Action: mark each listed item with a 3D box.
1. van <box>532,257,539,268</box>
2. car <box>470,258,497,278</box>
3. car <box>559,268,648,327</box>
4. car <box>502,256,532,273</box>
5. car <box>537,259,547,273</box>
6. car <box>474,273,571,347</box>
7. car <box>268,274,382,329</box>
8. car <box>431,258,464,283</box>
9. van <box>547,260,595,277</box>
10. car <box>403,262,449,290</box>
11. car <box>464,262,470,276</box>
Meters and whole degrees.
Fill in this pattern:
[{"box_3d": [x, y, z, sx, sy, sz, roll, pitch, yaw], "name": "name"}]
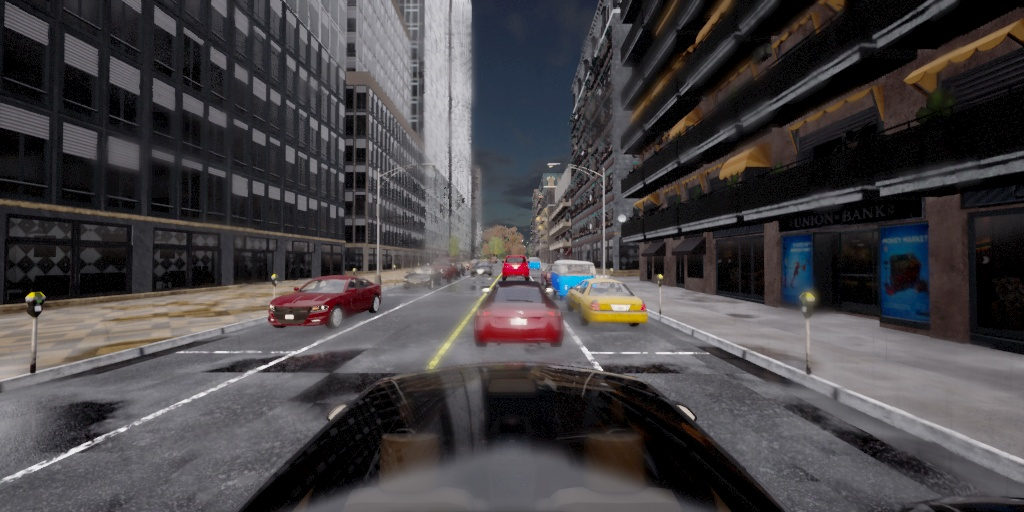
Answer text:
[{"box_3d": [3.076, 1.106, 50.852, 1.690, 1.789, 3.998, 0, 0, 0], "name": "van"}, {"box_3d": [-2.829, 1.251, 34.724, 2.128, 1.511, 4.902, 0, 0, 1], "name": "car"}, {"box_3d": [2.766, 1.278, 11.422, 1.751, 1.417, 4.829, 0, 0, 0], "name": "car"}, {"box_3d": [0.318, 0.980, 30.070, 2.150, 2.045, 5.566, 0, 0, 1], "name": "car"}, {"box_3d": [2.853, 1.196, 22.566, 1.967, 1.591, 4.097, 0, 0, 0], "name": "car"}, {"box_3d": [0.157, 1.316, 9.319, 1.994, 1.385, 4.181, 0, 0, 0], "name": "car"}, {"box_3d": [-5.616, 1.298, 11.311, 1.888, 1.381, 4.507, 0, 0, 0], "name": "car"}, {"box_3d": [-5.483, 1.072, 28.282, 2.192, 1.841, 5.009, 0, 0, 0], "name": "car"}, {"box_3d": [2.809, 1.095, 16.909, 1.690, 1.789, 3.998, 0, 0, 0], "name": "van"}, {"box_3d": [-5.527, 1.306, 22.625, 2.007, 1.370, 4.403, 0, 0, 0], "name": "car"}, {"box_3d": [-5.438, 1.325, 33.939, 1.948, 1.339, 4.313, 0, 0, 0], "name": "car"}]
